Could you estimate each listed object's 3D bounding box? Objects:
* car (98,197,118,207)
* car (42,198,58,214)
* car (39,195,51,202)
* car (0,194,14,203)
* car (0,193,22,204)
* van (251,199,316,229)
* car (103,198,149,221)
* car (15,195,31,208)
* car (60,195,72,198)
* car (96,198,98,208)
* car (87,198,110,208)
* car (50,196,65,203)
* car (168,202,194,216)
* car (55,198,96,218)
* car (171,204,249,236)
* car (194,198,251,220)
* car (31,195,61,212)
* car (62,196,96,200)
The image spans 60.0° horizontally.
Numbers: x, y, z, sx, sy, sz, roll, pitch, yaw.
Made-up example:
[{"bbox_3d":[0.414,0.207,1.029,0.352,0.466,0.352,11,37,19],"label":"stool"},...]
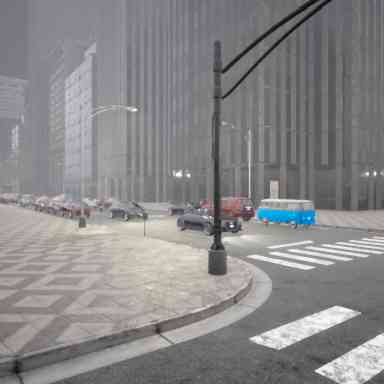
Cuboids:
[{"bbox_3d":[-10.552,1.464,44.701,1.967,1.590,4.097,0,0,-36],"label":"car"},{"bbox_3d":[-14.117,1.606,35.135,1.802,1.307,4.206,0,0,-36],"label":"car"},{"bbox_3d":[-33.981,1.483,76.733,1.752,1.417,4.829,0,0,-35],"label":"car"},{"bbox_3d":[-37.428,1.287,66.995,2.192,1.841,5.009,0,0,-36],"label":"car"},{"bbox_3d":[-34.097,1.300,62.443,2.192,1.841,5.009,0,0,-36],"label":"car"},{"bbox_3d":[6.100,1.379,21.943,1.690,1.788,3.998,0,0,-36],"label":"van"},{"bbox_3d":[-5.271,1.536,27.395,1.837,1.490,4.892,0,0,-36],"label":"car"},{"bbox_3d":[-24.108,1.563,48.789,2.008,1.369,4.403,0,0,-36],"label":"car"},{"bbox_3d":[-20.436,1.577,53.368,1.994,1.385,4.181,0,0,-36],"label":"car"},{"bbox_3d":[-14.425,1.547,45.241,1.812,1.442,4.674,0,0,-36],"label":"car"},{"bbox_3d":[-13.884,1.602,49.254,1.802,1.307,4.206,0,0,-36],"label":"car"},{"bbox_3d":[-27.305,1.513,67.599,1.752,1.417,4.829,0,0,-36],"label":"car"},{"bbox_3d":[-0.561,1.600,31.047,1.947,1.339,4.313,0,0,-36],"label":"car"},{"bbox_3d":[-10.787,1.572,30.584,1.887,1.381,4.507,0,0,-36],"label":"car"},{"bbox_3d":[0.903,1.600,18.956,1.994,1.385,4.181,0,0,-36],"label":"car"},{"bbox_3d":[2.769,1.352,26.495,2.192,1.841,5.009,0,0,-36],"label":"car"},{"bbox_3d":[-17.448,1.461,39.687,1.967,1.590,4.097,0,0,-36],"label":"car"},{"bbox_3d":[-13.068,1.526,38.082,1.837,1.490,4.892,0,1,-36],"label":"car"}]
